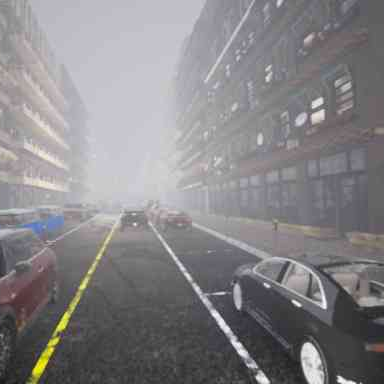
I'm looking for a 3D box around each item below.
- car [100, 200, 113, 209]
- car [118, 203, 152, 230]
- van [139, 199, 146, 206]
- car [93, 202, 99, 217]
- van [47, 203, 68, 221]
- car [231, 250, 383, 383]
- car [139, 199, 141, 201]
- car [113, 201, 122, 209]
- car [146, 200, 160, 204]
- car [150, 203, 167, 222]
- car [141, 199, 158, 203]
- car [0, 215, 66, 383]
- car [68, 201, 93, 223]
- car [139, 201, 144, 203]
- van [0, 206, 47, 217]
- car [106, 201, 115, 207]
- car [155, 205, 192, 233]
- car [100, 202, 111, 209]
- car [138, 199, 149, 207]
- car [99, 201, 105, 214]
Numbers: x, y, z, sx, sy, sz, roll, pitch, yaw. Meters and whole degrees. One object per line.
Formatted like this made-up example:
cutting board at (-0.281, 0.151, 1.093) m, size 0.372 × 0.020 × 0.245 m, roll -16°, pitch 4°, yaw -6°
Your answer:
car at (-16.845, 2.372, 63.495) m, size 2.192 × 1.841 × 5.009 m, roll 0°, pitch -1°, yaw -10°
car at (-4.101, 1.831, 23.774) m, size 1.837 × 1.490 × 4.892 m, roll -1°, pitch 0°, yaw -10°
van at (-12.110, 2.539, 81.177) m, size 1.690 × 1.788 × 3.998 m, roll 0°, pitch -1°, yaw -10°
car at (-11.859, 1.938, 36.299) m, size 2.192 × 1.841 × 5.009 m, roll 0°, pitch -1°, yaw -10°
van at (-8.869, 1.723, 19.982) m, size 1.690 × 1.788 × 3.998 m, roll 0°, pitch -1°, yaw -10°
car at (1.882, 1.562, 5.022) m, size 2.008 × 1.369 × 4.403 m, roll 0°, pitch -1°, yaw -10°
car at (-7.125, 2.174, 53.975) m, size 1.967 × 1.590 × 4.097 m, roll 0°, pitch -1°, yaw -10°
car at (-14.626, 2.515, 65.510) m, size 1.882 × 1.535 × 5.008 m, roll -1°, pitch -1°, yaw -10°
car at (-3.095, 1.837, 32.223) m, size 1.967 × 1.590 × 4.097 m, roll 0°, pitch -1°, yaw -10°
car at (-2.106, 1.861, 26.779) m, size 1.887 × 1.381 × 4.507 m, roll 0°, pitch -1°, yaw -10°
car at (-5.130, 1.877, 43.096) m, size 2.192 × 1.841 × 5.009 m, roll 0°, pitch -1°, yaw -10°
car at (-3.604, 1.476, 5.306) m, size 2.097 × 1.767 × 4.553 m, roll -1°, pitch 0°, yaw -11°
car at (-10.863, 1.857, 30.860) m, size 2.192 × 1.841 × 5.009 m, roll 0°, pitch -1°, yaw -10°
car at (-7.134, 2.173, 40.372) m, size 1.895 × 1.301 × 4.718 m, roll -1°, pitch -1°, yaw -10°
van at (-7.871, 1.645, 14.541) m, size 1.690 × 1.788 × 3.998 m, roll 0°, pitch -1°, yaw -10°
car at (-20.833, 3.022, 85.250) m, size 1.802 × 1.307 × 4.206 m, roll 0°, pitch -1°, yaw -10°
car at (-1.109, 1.782, 21.340) m, size 1.887 × 1.381 × 4.507 m, roll 0°, pitch -1°, yaw -10°
car at (-17.842, 2.695, 68.931) m, size 1.887 × 1.381 × 4.507 m, roll 0°, pitch -1°, yaw -10°
car at (-11.113, 2.416, 75.737) m, size 2.192 × 1.841 × 5.009 m, roll 0°, pitch -1°, yaw -10°
car at (-13.855, 2.357, 47.175) m, size 1.947 × 1.339 × 4.313 m, roll 0°, pitch -1°, yaw -10°
